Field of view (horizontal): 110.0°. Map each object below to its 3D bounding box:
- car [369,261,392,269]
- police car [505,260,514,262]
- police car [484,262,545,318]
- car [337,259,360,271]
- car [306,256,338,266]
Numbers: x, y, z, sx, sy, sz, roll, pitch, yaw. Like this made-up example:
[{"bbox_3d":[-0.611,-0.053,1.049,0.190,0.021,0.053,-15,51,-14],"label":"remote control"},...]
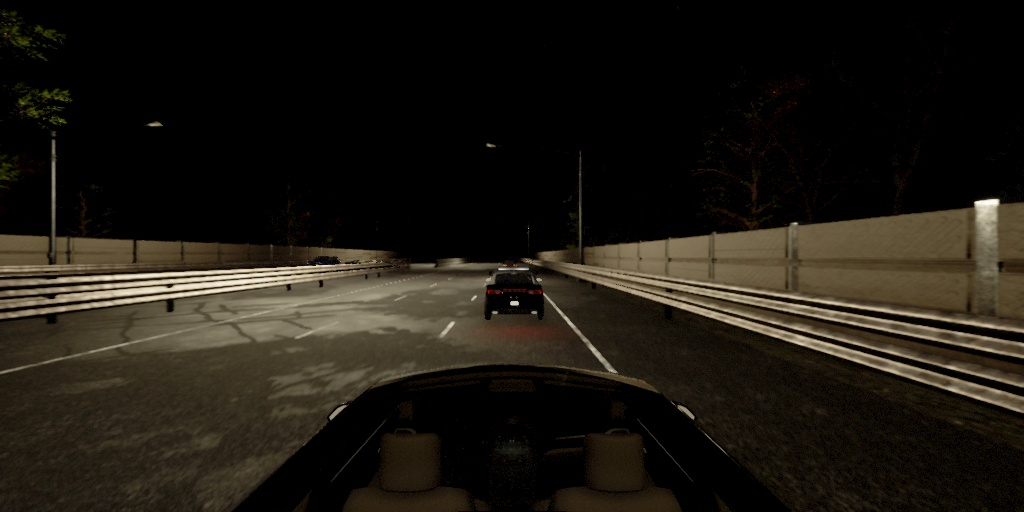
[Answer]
[{"bbox_3d":[-18.048,1.365,49.224,1.895,1.301,4.718,0,0,-1],"label":"car"},{"bbox_3d":[-0.294,1.267,43.949,2.038,1.542,4.974,0,0,-1],"label":"police car"},{"bbox_3d":[0.063,1.177,13.070,1.930,1.638,5.238,0,0,0],"label":"police car"},{"bbox_3d":[-21.543,1.328,48.846,1.994,1.385,4.181,0,0,-1],"label":"car"},{"bbox_3d":[-25.020,0.985,47.703,2.150,2.045,5.566,0,0,-1],"label":"car"}]
